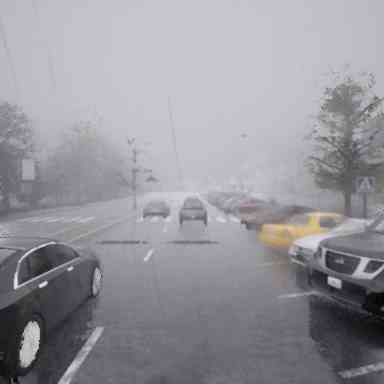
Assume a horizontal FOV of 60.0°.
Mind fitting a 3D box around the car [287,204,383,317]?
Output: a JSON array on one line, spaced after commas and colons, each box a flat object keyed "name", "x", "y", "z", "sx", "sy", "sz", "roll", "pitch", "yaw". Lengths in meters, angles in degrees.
[{"name": "car", "x": 5.041, "y": 1.228, "z": 6.640, "sx": 5.566, "sy": 2.045, "sz": 2.435, "roll": 1, "pitch": 1, "yaw": -20}]

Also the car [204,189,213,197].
[{"name": "car", "x": 5.002, "y": 0.952, "z": 45.594, "sx": 5.566, "sy": 2.045, "sz": 2.435, "roll": 1, "pitch": 1, "yaw": -20}]

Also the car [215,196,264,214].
[{"name": "car", "x": 5.013, "y": 1.344, "z": 30.663, "sx": 4.792, "sy": 1.488, "sz": 2.163, "roll": 1, "pitch": 1, "yaw": -20}]

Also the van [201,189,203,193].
[{"name": "van", "x": 4.891, "y": 0.653, "z": 72.416, "sx": 4.442, "sy": 1.987, "sz": 1.878, "roll": 0, "pitch": 2, "yaw": -20}]

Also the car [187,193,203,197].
[{"name": "car", "x": 0.058, "y": 1.245, "z": 41.972, "sx": 1.837, "sy": 1.490, "sz": 4.892, "roll": 0, "pitch": 0, "yaw": 0}]

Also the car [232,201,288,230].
[{"name": "car", "x": 5.026, "y": 1.434, "z": 18.657, "sx": 4.792, "sy": 1.488, "sz": 2.163, "roll": 1, "pitch": 1, "yaw": -20}]

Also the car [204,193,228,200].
[{"name": "car", "x": 4.994, "y": 0.971, "z": 69.489, "sx": 4.674, "sy": 1.452, "sz": 2.002, "roll": 0, "pitch": 1, "yaw": -20}]

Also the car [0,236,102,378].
[{"name": "car", "x": -2.906, "y": 1.498, "z": 5.496, "sx": 1.837, "sy": 1.490, "sz": 4.892, "roll": 0, "pitch": 0, "yaw": 0}]

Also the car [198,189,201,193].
[{"name": "car", "x": 4.813, "y": 0.688, "z": 81.355, "sx": 5.366, "sy": 1.575, "sz": 1.946, "roll": 0, "pitch": 2, "yaw": -20}]

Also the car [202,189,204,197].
[{"name": "car", "x": 5.047, "y": 0.907, "z": 51.590, "sx": 5.566, "sy": 2.045, "sz": 2.435, "roll": 1, "pitch": 0, "yaw": -20}]

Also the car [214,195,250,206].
[{"name": "car", "x": 5.031, "y": 1.333, "z": 33.681, "sx": 4.674, "sy": 1.452, "sz": 2.002, "roll": 1, "pitch": 0, "yaw": -20}]

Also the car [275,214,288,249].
[{"name": "car", "x": 5.065, "y": 1.503, "z": 9.661, "sx": 4.674, "sy": 1.452, "sz": 2.002, "roll": 1, "pitch": 1, "yaw": -20}]

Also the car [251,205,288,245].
[{"name": "car", "x": 5.229, "y": 1.446, "z": 12.734, "sx": 5.366, "sy": 1.575, "sz": 1.946, "roll": 1, "pitch": 0, "yaw": -20}]

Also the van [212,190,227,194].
[{"name": "van", "x": 5.141, "y": 1.023, "z": 39.687, "sx": 4.442, "sy": 1.987, "sz": 1.878, "roll": 1, "pitch": 0, "yaw": -20}]

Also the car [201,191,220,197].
[{"name": "car", "x": 4.973, "y": 0.536, "z": 90.369, "sx": 4.674, "sy": 1.452, "sz": 2.002, "roll": 0, "pitch": 1, "yaw": -20}]

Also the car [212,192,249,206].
[{"name": "car", "x": 5.005, "y": 1.144, "z": 36.652, "sx": 4.553, "sy": 1.767, "sz": 2.185, "roll": 1, "pitch": 0, "yaw": -20}]

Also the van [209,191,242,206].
[{"name": "van", "x": 4.915, "y": 0.954, "z": 48.547, "sx": 4.442, "sy": 1.987, "sz": 1.878, "roll": 1, "pitch": 1, "yaw": -20}]

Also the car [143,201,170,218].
[{"name": "car", "x": -2.929, "y": 1.408, "z": 28.283, "sx": 1.994, "sy": 1.385, "sz": 4.181, "roll": 0, "pitch": 0, "yaw": 0}]

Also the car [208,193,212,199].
[{"name": "car", "x": 5.021, "y": 1.227, "z": 42.628, "sx": 4.892, "sy": 1.521, "sz": 2.231, "roll": 1, "pitch": 0, "yaw": -20}]

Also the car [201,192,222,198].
[{"name": "car", "x": 5.010, "y": 0.655, "z": 84.417, "sx": 4.792, "sy": 1.488, "sz": 2.163, "roll": 0, "pitch": 1, "yaw": -20}]

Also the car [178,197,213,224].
[{"name": "car", "x": 0.076, "y": 1.372, "z": 23.333, "sx": 2.128, "sy": 1.511, "sz": 4.902, "roll": 0, "pitch": 0, "yaw": 0}]
